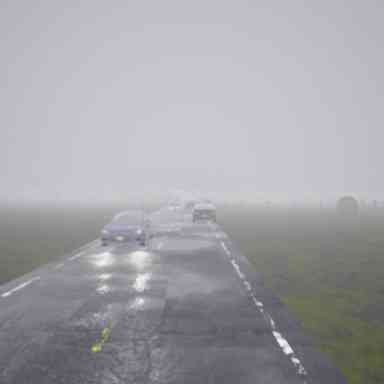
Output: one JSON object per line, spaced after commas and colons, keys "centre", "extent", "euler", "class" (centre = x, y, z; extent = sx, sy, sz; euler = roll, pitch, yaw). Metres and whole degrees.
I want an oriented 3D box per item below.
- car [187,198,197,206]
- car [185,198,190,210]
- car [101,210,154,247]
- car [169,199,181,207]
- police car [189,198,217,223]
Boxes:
{"centre": [-0.052, 1.812, 62.424], "extent": [1.812, 1.442, 4.674], "euler": [0, 0, 0], "class": "car"}
{"centre": [-0.024, 1.727, 47.272], "extent": [1.837, 1.490, 4.892], "euler": [0, 0, 0], "class": "car"}
{"centre": [-2.863, 1.601, 15.557], "extent": [1.812, 1.442, 4.674], "euler": [0, 0, 0], "class": "car"}
{"centre": [-2.850, 1.805, 56.042], "extent": [2.033, 1.411, 5.357], "euler": [0, 0, 1], "class": "car"}
{"centre": [0.939, 1.554, 26.985], "extent": [1.930, 1.638, 5.238], "euler": [0, 0, 0], "class": "police car"}
